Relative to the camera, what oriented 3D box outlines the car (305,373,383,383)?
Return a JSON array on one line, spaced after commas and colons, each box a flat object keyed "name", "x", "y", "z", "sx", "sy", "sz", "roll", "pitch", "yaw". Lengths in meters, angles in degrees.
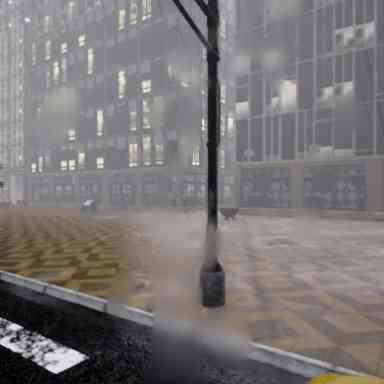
[{"name": "car", "x": 2.479, "y": 1.526, "z": 1.101, "sx": 4.829, "sy": 1.417, "sz": 1.752, "roll": 0, "pitch": 0, "yaw": 36}]
